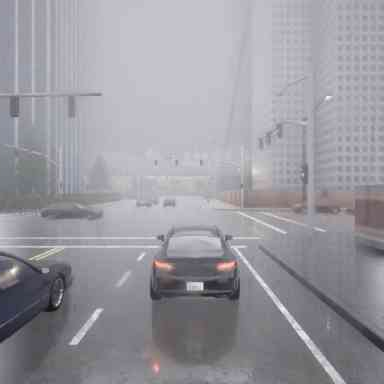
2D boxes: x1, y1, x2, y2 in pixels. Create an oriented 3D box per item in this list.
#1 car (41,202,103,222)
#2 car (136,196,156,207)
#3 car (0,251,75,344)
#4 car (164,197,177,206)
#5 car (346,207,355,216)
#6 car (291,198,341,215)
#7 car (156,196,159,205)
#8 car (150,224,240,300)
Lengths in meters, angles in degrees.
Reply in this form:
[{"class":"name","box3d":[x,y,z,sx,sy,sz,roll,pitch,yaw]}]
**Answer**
[{"class":"car","box3d":[-9.333,1.525,26.014,4.674,1.442,1.812,0,0,-1]},{"class":"car","box3d":[-7.158,1.491,50.214,2.128,1.511,4.902,0,0,0]},{"class":"car","box3d":[-3.447,1.547,4.665,2.033,1.411,5.357,0,0,0]},{"class":"car","box3d":[-3.453,1.547,52.892,2.033,1.411,5.357,0,0,0]},{"class":"car","box3d":[16.846,1.547,29.953,5.357,1.411,2.033,0,0,0]},{"class":"car","box3d":[12.371,1.352,33.470,4.553,1.767,2.097,0,0,0]},{"class":"car","box3d":[-7.145,1.491,60.276,2.128,1.511,4.902,0,0,0]},{"class":"car","box3d":[0.067,1.526,8.262,1.812,1.442,4.674,0,0,0]}]
